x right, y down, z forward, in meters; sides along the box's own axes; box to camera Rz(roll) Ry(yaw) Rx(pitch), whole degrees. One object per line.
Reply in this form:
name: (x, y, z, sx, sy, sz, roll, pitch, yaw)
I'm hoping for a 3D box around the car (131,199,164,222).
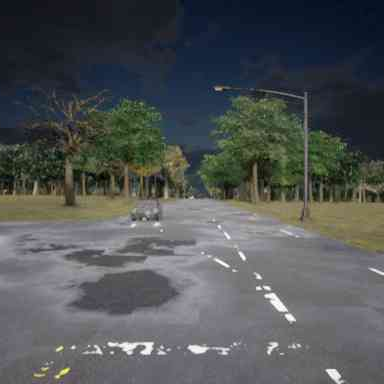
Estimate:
car: (-3.459, 1.375, 26.364, 2.097, 1.767, 4.553, 0, 0, 0)
